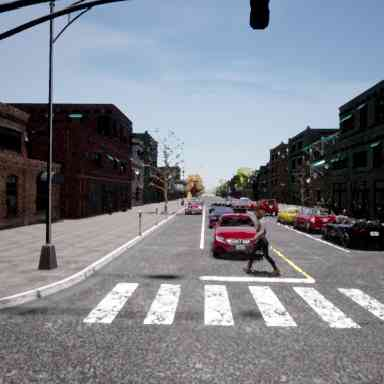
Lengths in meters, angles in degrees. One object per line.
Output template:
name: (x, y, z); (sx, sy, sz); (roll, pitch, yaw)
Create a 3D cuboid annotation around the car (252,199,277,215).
car: (8.583, 1.754, 38.105); (2.192, 1.841, 5.009); (0, -1, 2)

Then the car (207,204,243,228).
car: (2.209, 1.774, 23.576); (1.994, 1.385, 4.181); (1, 0, 2)

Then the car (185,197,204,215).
car: (0.210, 1.745, 38.440); (1.967, 1.590, 4.097); (0, -1, 2)

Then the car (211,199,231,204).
car: (2.628, 1.810, 33.884); (1.837, 1.490, 4.892); (1, -1, 2)

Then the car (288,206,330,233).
car: (7.913, 1.726, 21.473); (1.967, 1.590, 4.097); (0, -1, 2)

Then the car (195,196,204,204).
car: (1.996, 2.026, 82.790); (2.192, 1.841, 5.009); (0, -1, 2)

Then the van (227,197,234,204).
van: (10.814, 2.287, 93.541); (1.690, 1.788, 3.998); (0, -1, 2)

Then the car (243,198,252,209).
car: (9.029, 1.981, 49.191); (1.967, 1.590, 4.097); (0, -1, 2)

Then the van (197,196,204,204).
van: (2.218, 2.103, 88.334); (1.690, 1.788, 3.998); (0, -1, 2)

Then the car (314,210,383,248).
car: (7.689, 1.800, 15.928); (1.947, 1.339, 4.313); (0, -1, 2)

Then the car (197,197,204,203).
car: (2.441, 2.252, 93.877); (1.967, 1.590, 4.097); (0, -1, 2)

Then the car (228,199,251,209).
car: (6.274, 2.008, 45.077); (2.033, 1.411, 5.357); (1, 0, 3)

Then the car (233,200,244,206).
car: (9.920, 2.326, 71.364); (1.802, 1.307, 4.206); (0, -1, 2)

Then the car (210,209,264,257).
car: (1.778, 1.644, 13.632); (1.812, 1.442, 4.674); (1, 0, 3)

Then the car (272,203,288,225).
car: (8.142, 1.864, 27.186); (1.752, 1.417, 4.829); (0, -1, 2)

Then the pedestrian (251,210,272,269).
pedestrian: (1.937, 1.378, 9.319); (0.375, 1.860, 0.375); (0, 0, 2)

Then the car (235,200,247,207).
car: (9.698, 2.238, 65.821); (1.887, 1.381, 4.507); (0, -1, 2)
